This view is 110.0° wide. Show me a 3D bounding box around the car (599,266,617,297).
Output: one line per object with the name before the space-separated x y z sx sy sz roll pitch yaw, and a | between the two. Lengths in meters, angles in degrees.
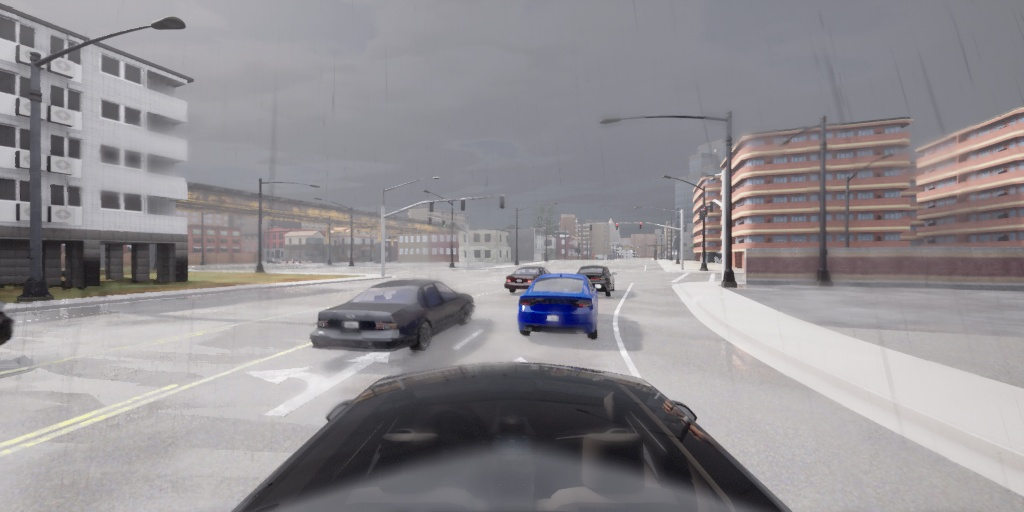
car | 4.447 1.259 19.230 1.837 1.490 4.892 0 0 19

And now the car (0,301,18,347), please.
car | -10.295 1.242 4.553 2.128 1.511 4.902 0 0 5

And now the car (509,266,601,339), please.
car | 1.501 1.230 10.314 1.882 1.535 5.008 0 0 14

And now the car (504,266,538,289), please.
car | 1.222 1.302 20.565 2.033 1.411 5.357 0 0 20

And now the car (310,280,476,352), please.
car | -2.451 1.298 8.933 2.033 1.411 5.357 0 0 10
